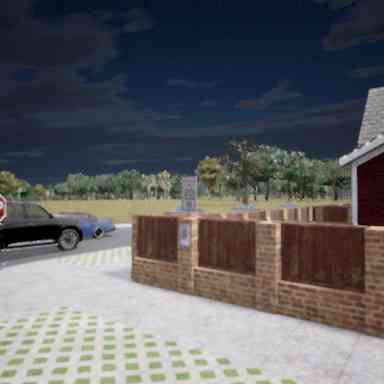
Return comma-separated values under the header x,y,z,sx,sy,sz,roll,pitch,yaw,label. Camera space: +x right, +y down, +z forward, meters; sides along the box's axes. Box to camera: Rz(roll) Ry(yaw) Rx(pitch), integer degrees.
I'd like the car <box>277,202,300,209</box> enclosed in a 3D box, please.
x,y,z,sx,sy,sz,roll,pitch,yaw,label
12.628,2.046,43.480,2.128,1.511,4.902,-1,-1,36,car

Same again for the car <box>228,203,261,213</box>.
x,y,z,sx,sy,sz,roll,pitch,yaw,label
5.305,1.906,33.193,2.128,1.511,4.902,-1,-1,35,car

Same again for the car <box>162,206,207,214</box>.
x,y,z,sx,sy,sz,roll,pitch,yaw,label
-0.643,1.791,24.769,2.128,1.511,4.902,-1,-1,35,car

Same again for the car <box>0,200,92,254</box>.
x,y,z,sx,sy,sz,roll,pitch,yaw,label
-6.597,1.327,12.199,2.150,2.045,5.566,0,-2,27,car

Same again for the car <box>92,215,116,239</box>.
x,y,z,sx,sy,sz,roll,pitch,yaw,label
-6.320,1.731,16.716,2.033,1.411,5.357,-1,-1,35,car
